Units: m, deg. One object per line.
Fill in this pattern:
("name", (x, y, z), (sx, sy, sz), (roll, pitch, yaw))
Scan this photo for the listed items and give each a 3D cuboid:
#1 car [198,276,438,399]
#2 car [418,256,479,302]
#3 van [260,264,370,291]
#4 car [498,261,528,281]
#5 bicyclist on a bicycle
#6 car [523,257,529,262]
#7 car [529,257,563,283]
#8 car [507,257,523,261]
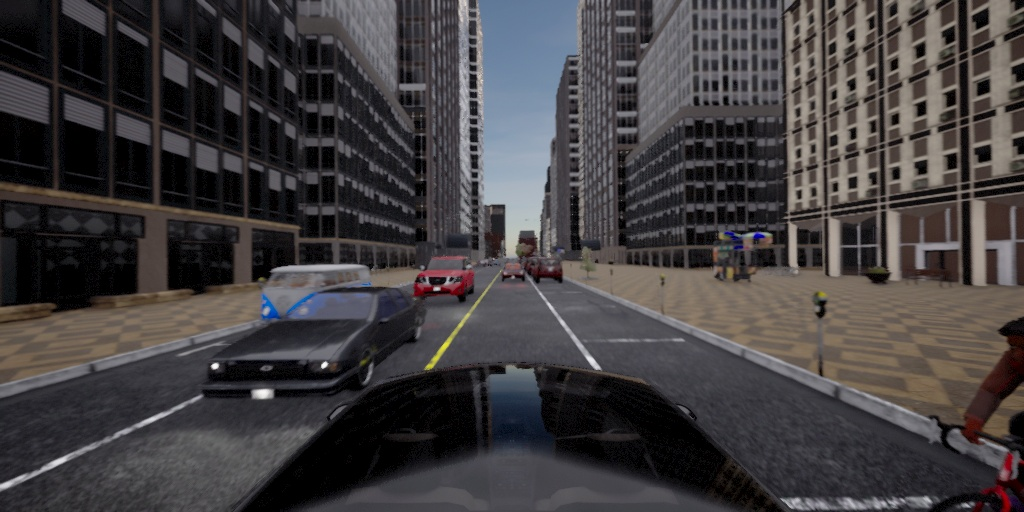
("car", (-3.102, 1.330, 7.115), (2.033, 1.411, 5.357), (-1, 0, 0))
("car", (-3.095, 1.008, 17.575), (2.150, 2.045, 5.566), (-1, 0, 0))
("van", (-5.686, 1.150, 10.876), (1.690, 1.789, 3.998), (0, 0, 0))
("car", (0.096, 1.358, 29.632), (1.895, 1.301, 4.718), (-1, 0, 0))
("bicyclist on a bicycle", (2.957, 1.148, 1.925), (1.656, 1.620, 0.582), (0, 0, 0))
("car", (2.692, 1.047, 38.575), (2.192, 1.841, 5.009), (0, 0, 0))
("car", (2.693, 1.045, 27.495), (2.192, 1.841, 5.009), (0, 0, 0))
("car", (0.092, 1.111, 44.088), (2.097, 1.767, 4.553), (-1, 0, 0))
